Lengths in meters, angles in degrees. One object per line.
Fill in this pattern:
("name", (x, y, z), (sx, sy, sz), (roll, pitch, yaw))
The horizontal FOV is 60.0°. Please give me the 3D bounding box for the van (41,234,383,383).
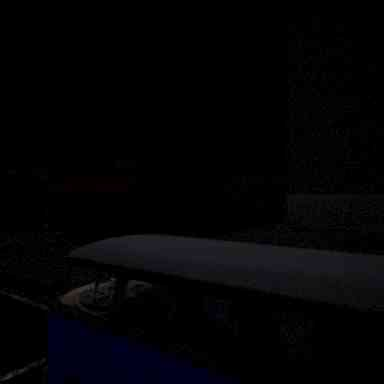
("van", (0.396, 1.345, 2.794), (3.998, 1.788, 1.690), (0, 0, 36))
